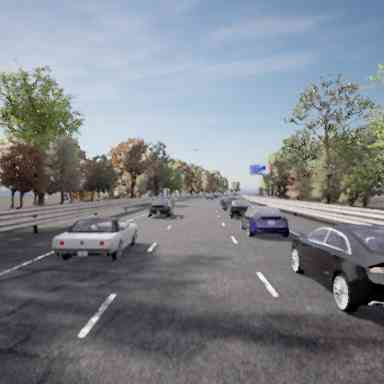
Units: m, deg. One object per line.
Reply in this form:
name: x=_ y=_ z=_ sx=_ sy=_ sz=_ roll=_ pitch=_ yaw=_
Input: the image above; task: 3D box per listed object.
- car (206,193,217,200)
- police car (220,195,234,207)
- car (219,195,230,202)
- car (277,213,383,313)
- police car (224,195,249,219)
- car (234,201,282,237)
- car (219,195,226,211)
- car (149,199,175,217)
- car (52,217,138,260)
car: x=4.348 y=1.254 z=80.583 sx=2.033 sy=1.411 sz=5.357 roll=0 pitch=0 yaw=6
police car: x=5.286 y=1.324 z=50.471 sx=1.930 sy=1.638 sz=5.238 roll=0 pitch=0 yaw=4
car: x=7.056 y=1.369 z=72.043 sx=2.128 sy=1.511 sz=4.902 roll=0 pitch=0 yaw=5
car: x=3.682 y=1.475 z=7.591 sx=2.128 sy=1.511 sz=4.902 roll=0 pitch=0 yaw=1
police car: x=4.114 y=1.359 z=28.747 sx=1.930 sy=1.638 sz=5.238 roll=0 pitch=0 yaw=2
car: x=3.753 y=1.463 z=17.796 sx=2.163 sy=1.488 sz=4.792 roll=0 pitch=0 yaw=1
car: x=4.618 y=1.344 z=39.504 sx=2.033 sy=1.649 sz=4.856 roll=0 pitch=0 yaw=3
car: x=-2.716 y=1.432 z=30.108 sx=1.837 sy=1.490 sz=4.892 roll=0 pitch=0 yaw=2
car: x=-3.261 y=1.569 z=12.268 sx=1.895 sy=1.301 sz=4.718 roll=0 pitch=0 yaw=1
